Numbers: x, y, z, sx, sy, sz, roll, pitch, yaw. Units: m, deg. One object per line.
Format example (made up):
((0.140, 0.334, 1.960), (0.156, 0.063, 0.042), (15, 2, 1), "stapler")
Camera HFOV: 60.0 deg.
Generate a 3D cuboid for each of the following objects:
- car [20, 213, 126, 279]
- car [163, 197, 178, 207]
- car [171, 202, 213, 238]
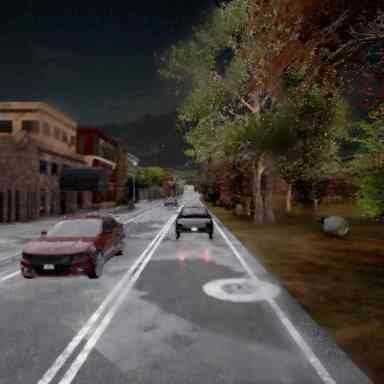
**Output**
((-3.344, 1.478, 10.276), (1.882, 1.535, 5.008), (0, 0, 0), "car")
((-3.281, 1.542, 51.680), (1.994, 1.385, 4.181), (0, 0, 0), "car")
((0.112, 1.492, 17.741), (2.128, 1.511, 4.902), (0, 0, 0), "car")
